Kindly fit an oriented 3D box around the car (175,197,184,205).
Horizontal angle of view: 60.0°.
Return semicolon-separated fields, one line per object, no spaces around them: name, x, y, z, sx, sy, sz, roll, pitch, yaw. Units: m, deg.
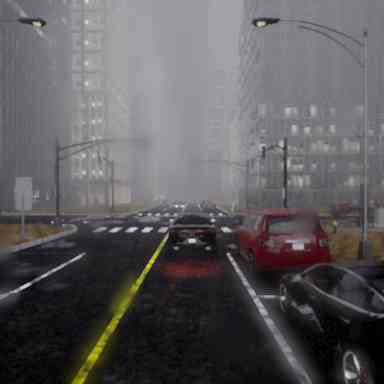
car;-2.691;2.226;72.661;1.994;1.385;4.181;0;-1;0

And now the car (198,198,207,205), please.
car;2.619;2.195;81.462;1.967;1.590;4.097;-1;-1;0

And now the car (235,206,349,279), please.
car;2.559;1.415;10.386;2.192;1.841;5.009;-1;-1;0

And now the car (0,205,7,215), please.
car;-21.421;1.781;34.106;4.403;1.369;2.008;0;0;0

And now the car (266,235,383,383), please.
car;2.558;1.612;4.735;1.947;1.339;4.313;-1;-1;0

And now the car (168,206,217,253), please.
car;0.019;1.616;14.475;1.882;1.535;5.008;0;0;0

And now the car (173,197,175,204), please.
car;-5.268;2.237;70.394;1.802;1.307;4.206;-1;-1;0

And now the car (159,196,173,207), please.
car;-5.275;2.045;64.871;1.967;1.590;4.097;-1;-1;0

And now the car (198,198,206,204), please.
car;2.625;2.349;86.985;1.887;1.381;4.507;-1;-1;0

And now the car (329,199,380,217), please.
car;16.590;1.604;34.161;5.009;1.841;2.192;0;0;0

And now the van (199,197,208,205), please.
van;2.613;2.046;75.939;1.690;1.788;3.998;-1;-1;0

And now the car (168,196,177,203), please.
car;-5.254;2.167;92.494;2.192;1.841;5.009;-1;-1;0

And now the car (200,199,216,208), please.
car;2.561;2.035;48.315;1.802;1.307;4.206;-1;-1;0

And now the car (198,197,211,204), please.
car;2.587;1.870;59.366;2.192;1.841;5.009;-1;-1;0
